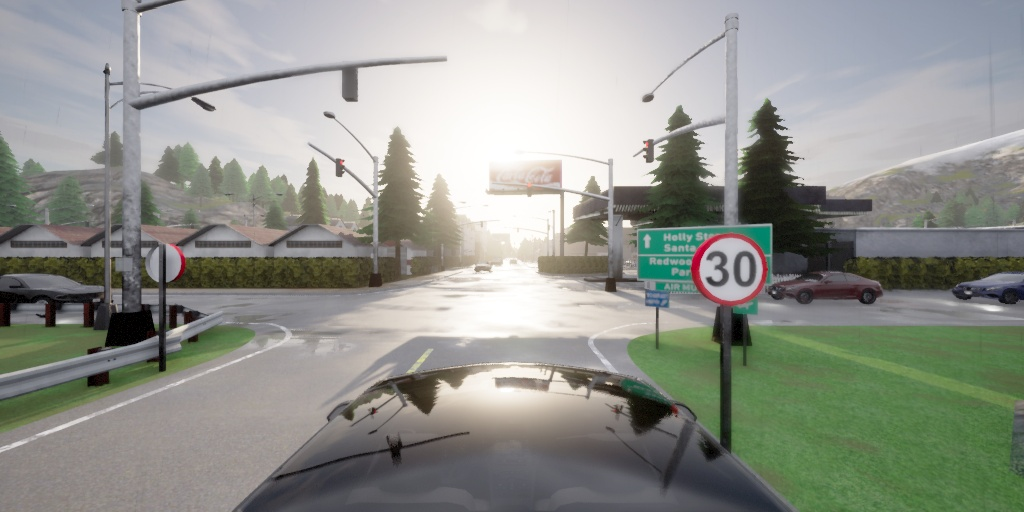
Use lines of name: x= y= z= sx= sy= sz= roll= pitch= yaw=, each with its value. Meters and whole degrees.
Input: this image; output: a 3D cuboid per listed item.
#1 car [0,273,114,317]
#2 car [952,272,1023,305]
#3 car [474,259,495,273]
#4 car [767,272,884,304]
car: x=-18.332 y=1.419 z=13.722 sx=5.008 sy=1.535 sz=1.882 roll=0 pitch=0 yaw=1
car: x=23.930 y=1.467 z=16.947 sx=4.674 sy=1.442 sz=1.812 roll=0 pitch=0 yaw=1
car: x=-3.453 y=1.289 z=43.429 sx=1.812 sy=1.442 sz=4.674 roll=0 pitch=-1 yaw=0
car: x=14.797 y=1.467 z=17.039 sx=4.674 sy=1.442 sz=1.812 roll=0 pitch=0 yaw=0
